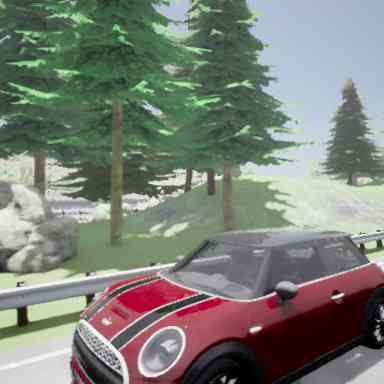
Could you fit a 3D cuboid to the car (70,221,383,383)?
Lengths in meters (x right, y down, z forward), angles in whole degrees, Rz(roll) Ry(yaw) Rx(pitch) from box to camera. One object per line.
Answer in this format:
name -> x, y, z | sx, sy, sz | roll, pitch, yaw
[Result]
car -> 0.782, 1.359, 4.592 | 4.553, 1.767, 2.097 | 0, 0, -36
